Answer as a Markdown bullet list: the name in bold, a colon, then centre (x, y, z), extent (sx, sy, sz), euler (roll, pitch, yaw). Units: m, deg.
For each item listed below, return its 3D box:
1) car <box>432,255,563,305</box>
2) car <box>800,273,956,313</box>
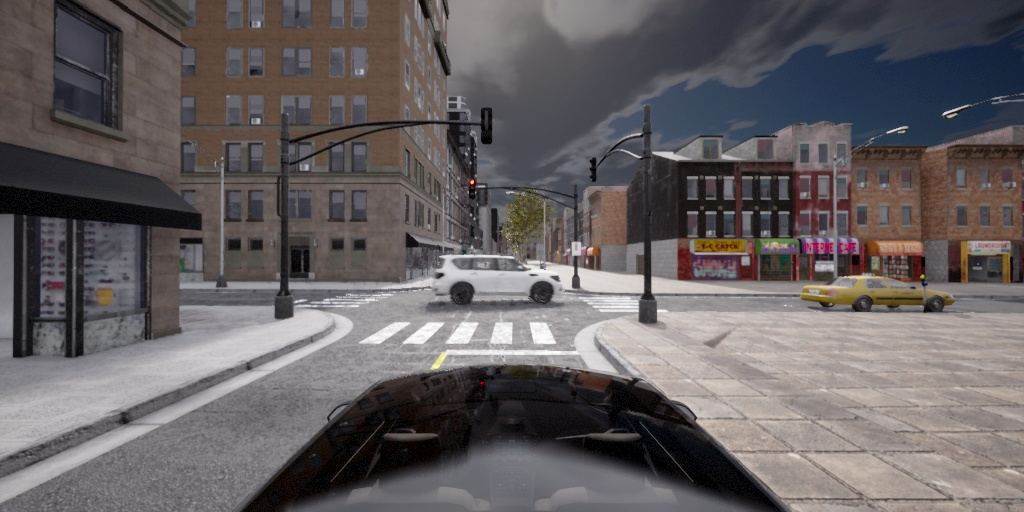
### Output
- **car**: centre (-0.625, 0.963, 15.600), extent (5.566, 2.045, 2.150), euler (0, 0, -8)
- **car**: centre (13.881, 1.342, 13.711), extent (4.829, 1.417, 1.751), euler (0, 0, 0)
